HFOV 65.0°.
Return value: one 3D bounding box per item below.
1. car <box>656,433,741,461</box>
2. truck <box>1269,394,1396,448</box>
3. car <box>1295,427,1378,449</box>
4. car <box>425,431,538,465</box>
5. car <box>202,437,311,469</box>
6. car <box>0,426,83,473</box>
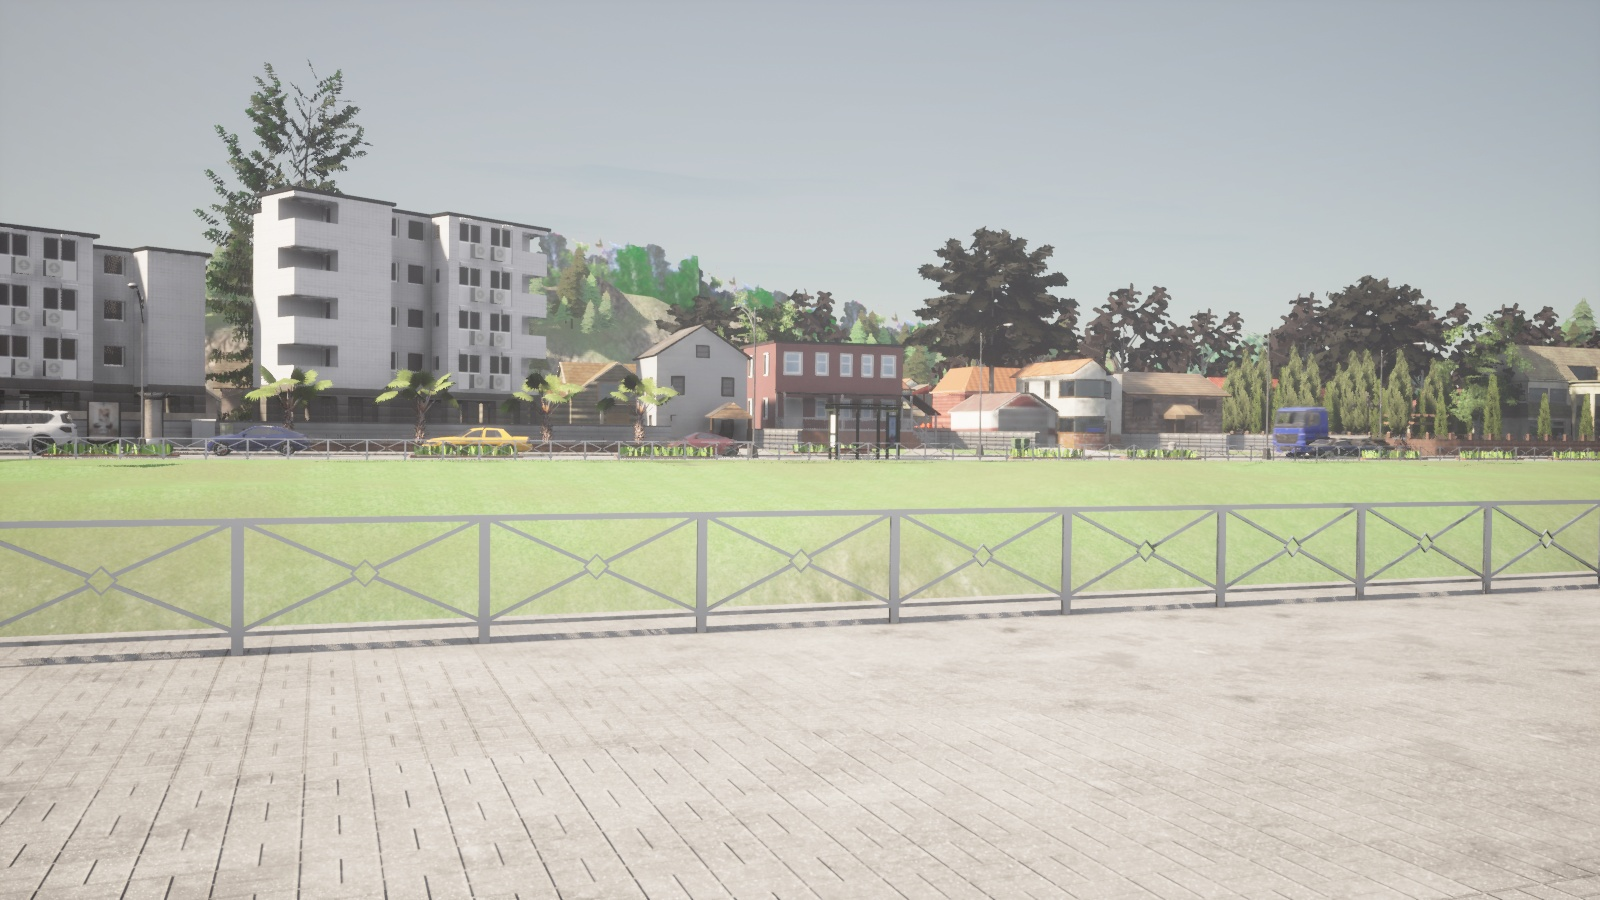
[{"bbox_3d":[-5.467,-0.181,67.710,4.181,1.385,1.994,-1,1,-21],"label":"car"},{"bbox_3d":[35.269,-1.918,83.161,7.936,3.462,2.891,-1,1,-21],"label":"truck"},{"bbox_3d":[33.412,-0.735,78.191,4.718,1.301,1.895,-1,1,-21],"label":"car"},{"bbox_3d":[-16.147,-0.124,63.653,5.366,1.575,1.801,-1,1,-21],"label":"car"},{"bbox_3d":[-25.875,0.128,59.962,4.674,1.442,1.812,-1,1,-21],"label":"car"},{"bbox_3d":[-35.514,-0.015,56.302,5.566,2.045,2.150,-1,1,-21],"label":"car"}]
